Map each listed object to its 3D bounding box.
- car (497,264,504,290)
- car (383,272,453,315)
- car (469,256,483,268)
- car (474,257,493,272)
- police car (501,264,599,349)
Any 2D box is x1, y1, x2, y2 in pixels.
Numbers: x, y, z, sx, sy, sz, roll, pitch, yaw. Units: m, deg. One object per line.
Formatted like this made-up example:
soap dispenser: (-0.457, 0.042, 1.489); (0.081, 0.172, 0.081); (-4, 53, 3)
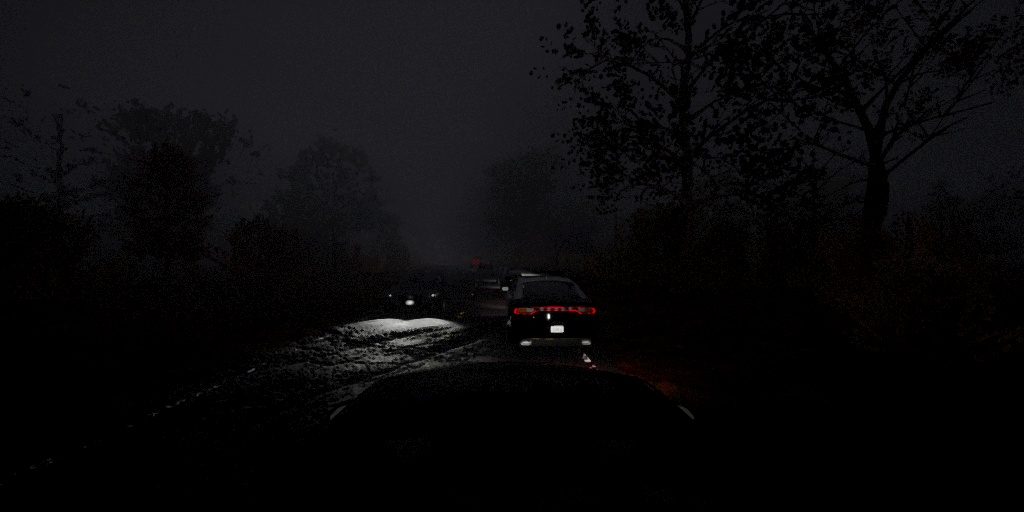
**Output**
car: (0.315, 1.275, 19.295); (1.812, 1.442, 4.674); (0, 0, -4)
car: (-3.376, 1.313, 13.561); (1.994, 1.385, 4.181); (0, 0, -3)
car: (-5.986, 0.966, 60.660); (2.150, 2.045, 5.566); (0, 0, -12)
car: (-3.575, 1.224, 47.102); (1.882, 1.535, 5.008); (0, 0, -9)
police car: (0.775, 1.175, 9.337); (1.930, 1.638, 5.238); (0, 0, -2)
